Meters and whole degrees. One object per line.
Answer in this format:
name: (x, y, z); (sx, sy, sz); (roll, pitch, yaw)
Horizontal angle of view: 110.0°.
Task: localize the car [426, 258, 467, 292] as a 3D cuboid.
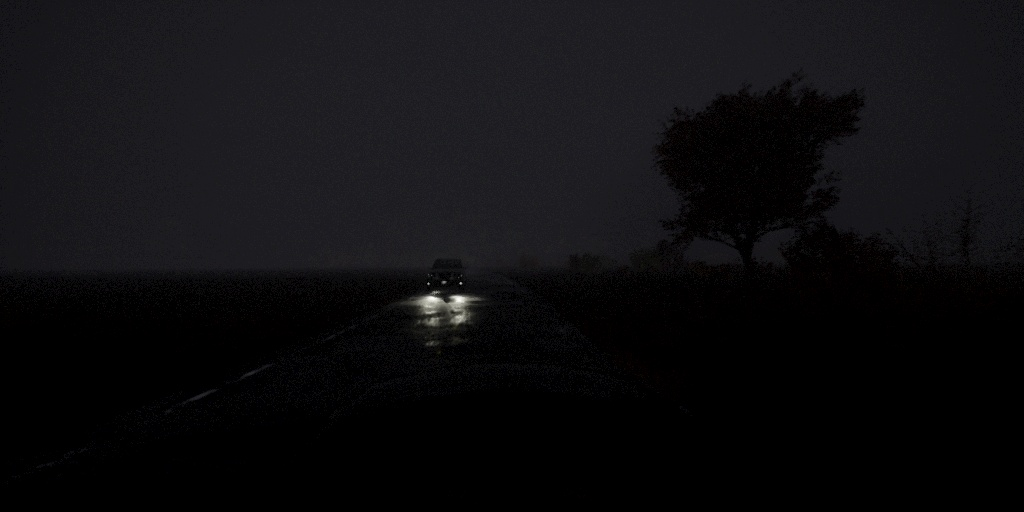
car: (-4.052, 1.137, 22.945); (2.150, 2.045, 5.566); (0, 0, -5)
